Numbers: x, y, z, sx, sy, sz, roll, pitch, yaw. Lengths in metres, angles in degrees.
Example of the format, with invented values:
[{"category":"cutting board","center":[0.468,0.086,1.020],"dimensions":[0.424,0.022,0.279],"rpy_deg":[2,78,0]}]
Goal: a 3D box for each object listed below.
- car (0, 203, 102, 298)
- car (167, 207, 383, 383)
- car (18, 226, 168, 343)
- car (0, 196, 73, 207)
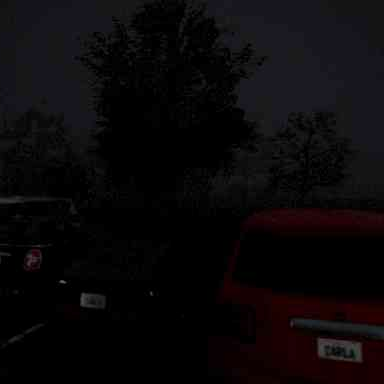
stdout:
[{"category":"car","center":[-3.148,1.320,8.280],"dimensions":[2.185,1.767,4.553],"rpy_deg":[1,0,15]},{"category":"car","center":[1.731,1.234,4.918],"dimensions":[2.435,2.045,5.566],"rpy_deg":[0,-1,15]},{"category":"car","center":[-0.702,1.501,6.632],"dimensions":[2.163,1.488,4.792],"rpy_deg":[0,0,15]},{"category":"car","center":[-5.584,1.160,9.976],"dimensions":[2.435,2.045,5.566],"rpy_deg":[1,0,14]}]
